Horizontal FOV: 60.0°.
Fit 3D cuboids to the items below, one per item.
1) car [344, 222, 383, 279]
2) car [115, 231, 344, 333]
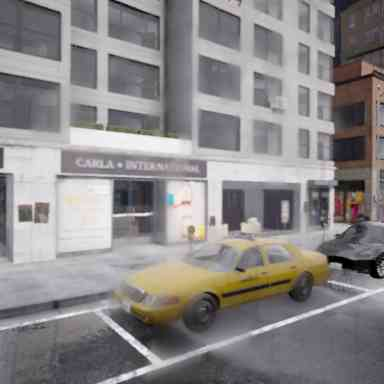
[{"bbox_3d":[5.654,1.620,10.220,4.313,1.339,1.947,0,0,-36],"label":"car"},{"bbox_3d":[0.890,1.550,6.822,4.829,1.417,1.752,0,0,-36],"label":"car"}]
